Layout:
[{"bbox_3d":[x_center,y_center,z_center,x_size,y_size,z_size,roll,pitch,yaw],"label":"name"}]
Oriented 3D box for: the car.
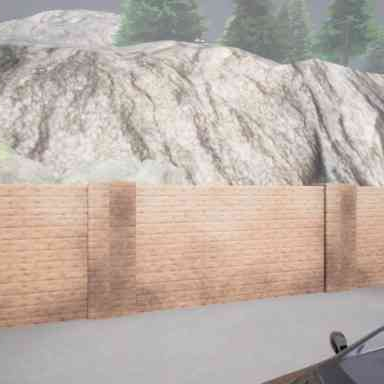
[{"bbox_3d":[2.122,1.492,1.934,4.902,1.511,2.128,0,0,-19],"label":"car"}]
